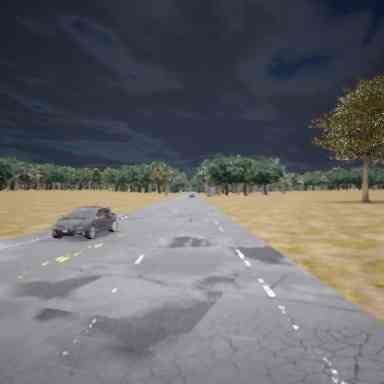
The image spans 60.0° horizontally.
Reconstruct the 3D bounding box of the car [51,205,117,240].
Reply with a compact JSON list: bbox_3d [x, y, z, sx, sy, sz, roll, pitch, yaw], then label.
[{"bbox_3d":[-5.352,1.491,17.157,1.837,1.490,4.892,0,0,7],"label":"car"}]
